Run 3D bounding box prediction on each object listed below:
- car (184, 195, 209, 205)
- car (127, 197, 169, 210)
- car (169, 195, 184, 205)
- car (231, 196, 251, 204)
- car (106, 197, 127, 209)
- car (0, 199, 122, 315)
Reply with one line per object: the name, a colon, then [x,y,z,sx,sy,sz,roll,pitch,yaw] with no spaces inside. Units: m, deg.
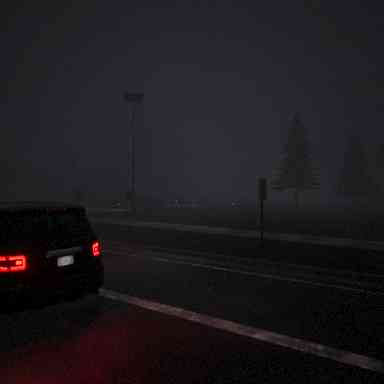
car: [1.190,1.505,59.001,1.837,1.490,4.892,0,0,35]
car: [-5.619,1.476,43.162,1.882,1.535,5.008,0,0,35]
car: [-2.267,1.349,60.160,2.097,1.767,4.553,0,0,35]
car: [9.724,1.546,65.029,2.033,1.411,5.357,0,0,35]
car: [-8.681,1.503,44.888,1.837,1.490,4.892,0,0,35]
car: [-4.269,1.221,6.995,5.566,2.045,2.150,0,0,35]
